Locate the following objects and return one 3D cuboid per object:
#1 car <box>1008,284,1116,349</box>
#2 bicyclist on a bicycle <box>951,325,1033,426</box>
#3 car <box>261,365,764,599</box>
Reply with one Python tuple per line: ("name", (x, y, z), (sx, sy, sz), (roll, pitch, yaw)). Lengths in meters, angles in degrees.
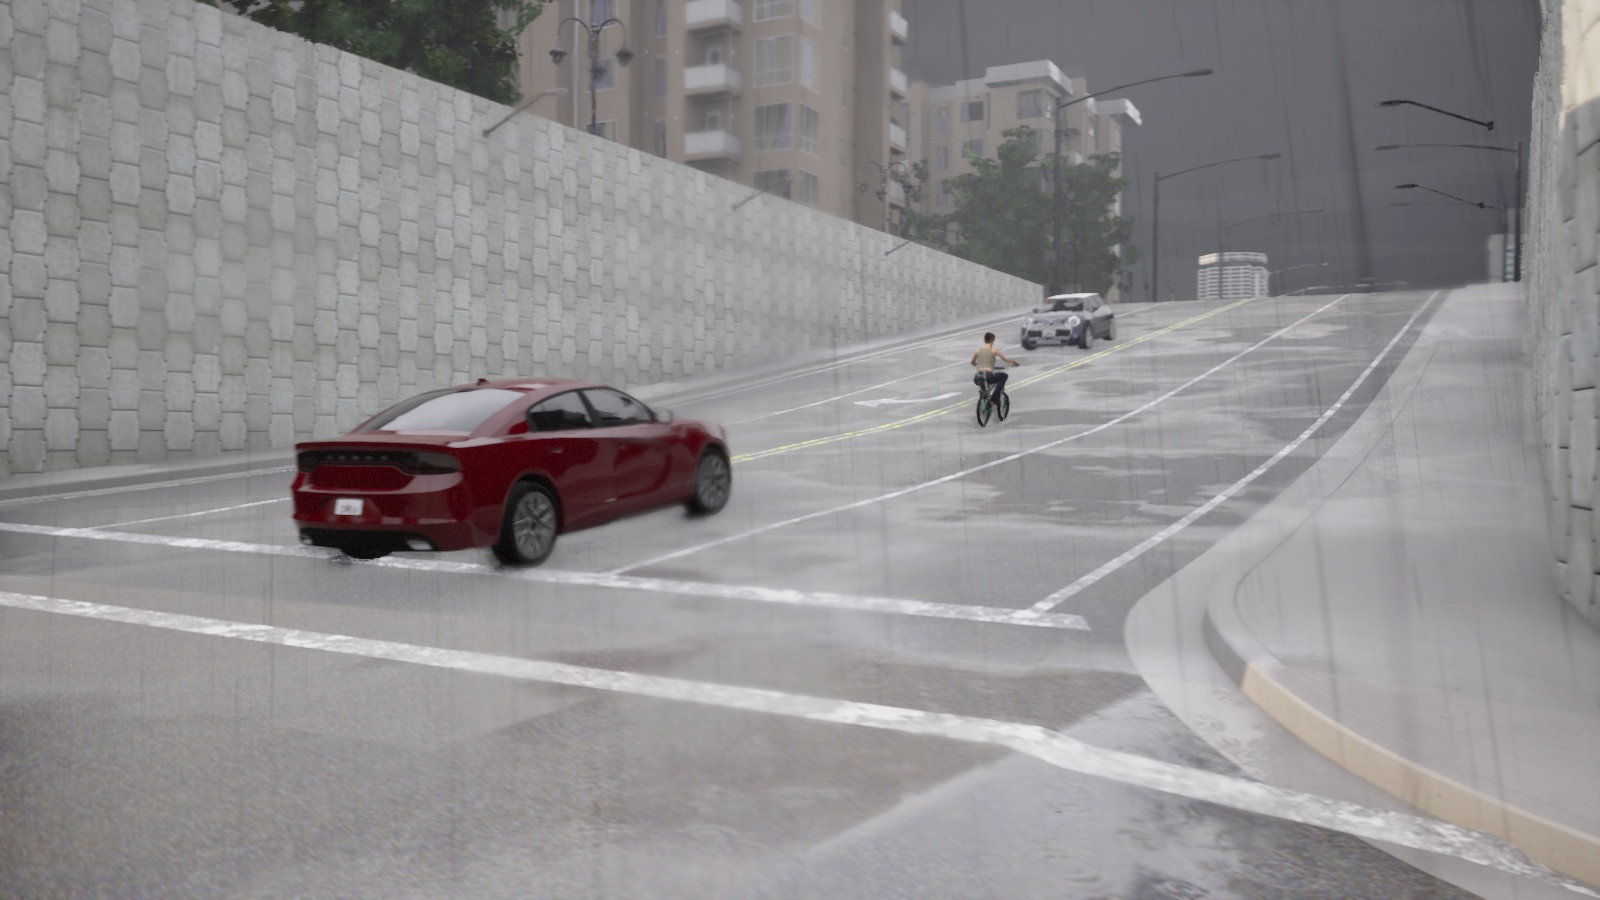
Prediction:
("car", (7.745, -3.950, 36.839), (1.970, 1.475, 3.806), (0, 10, 29))
("bicyclist on a bicycle", (3.375, -1.314, 21.933), (0.866, 1.612, 1.509), (0, 8, 29))
("car", (-2.329, 0.097, 11.861), (1.882, 1.535, 5.008), (-1, 5, 25))
